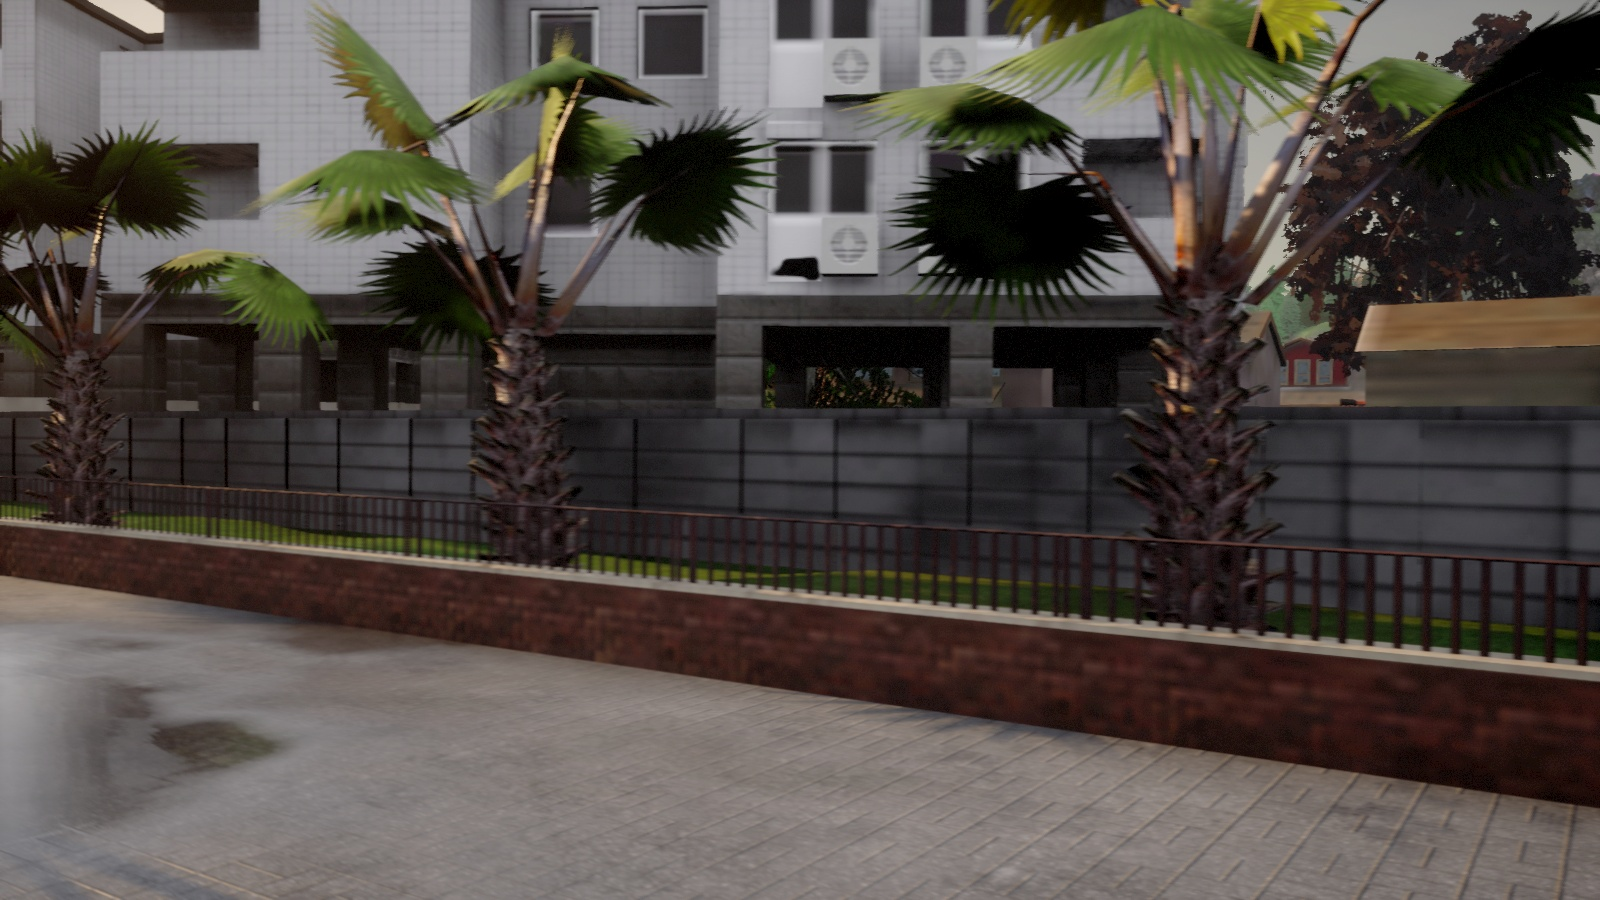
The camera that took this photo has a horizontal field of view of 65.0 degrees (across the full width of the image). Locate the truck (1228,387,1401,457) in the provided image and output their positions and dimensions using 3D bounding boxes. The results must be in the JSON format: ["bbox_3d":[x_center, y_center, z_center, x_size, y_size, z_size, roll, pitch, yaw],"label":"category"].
[{"bbox_3d":[26.797,-1.388,65.542,7.936,3.462,2.891,0,1,34],"label":"truck"}]
